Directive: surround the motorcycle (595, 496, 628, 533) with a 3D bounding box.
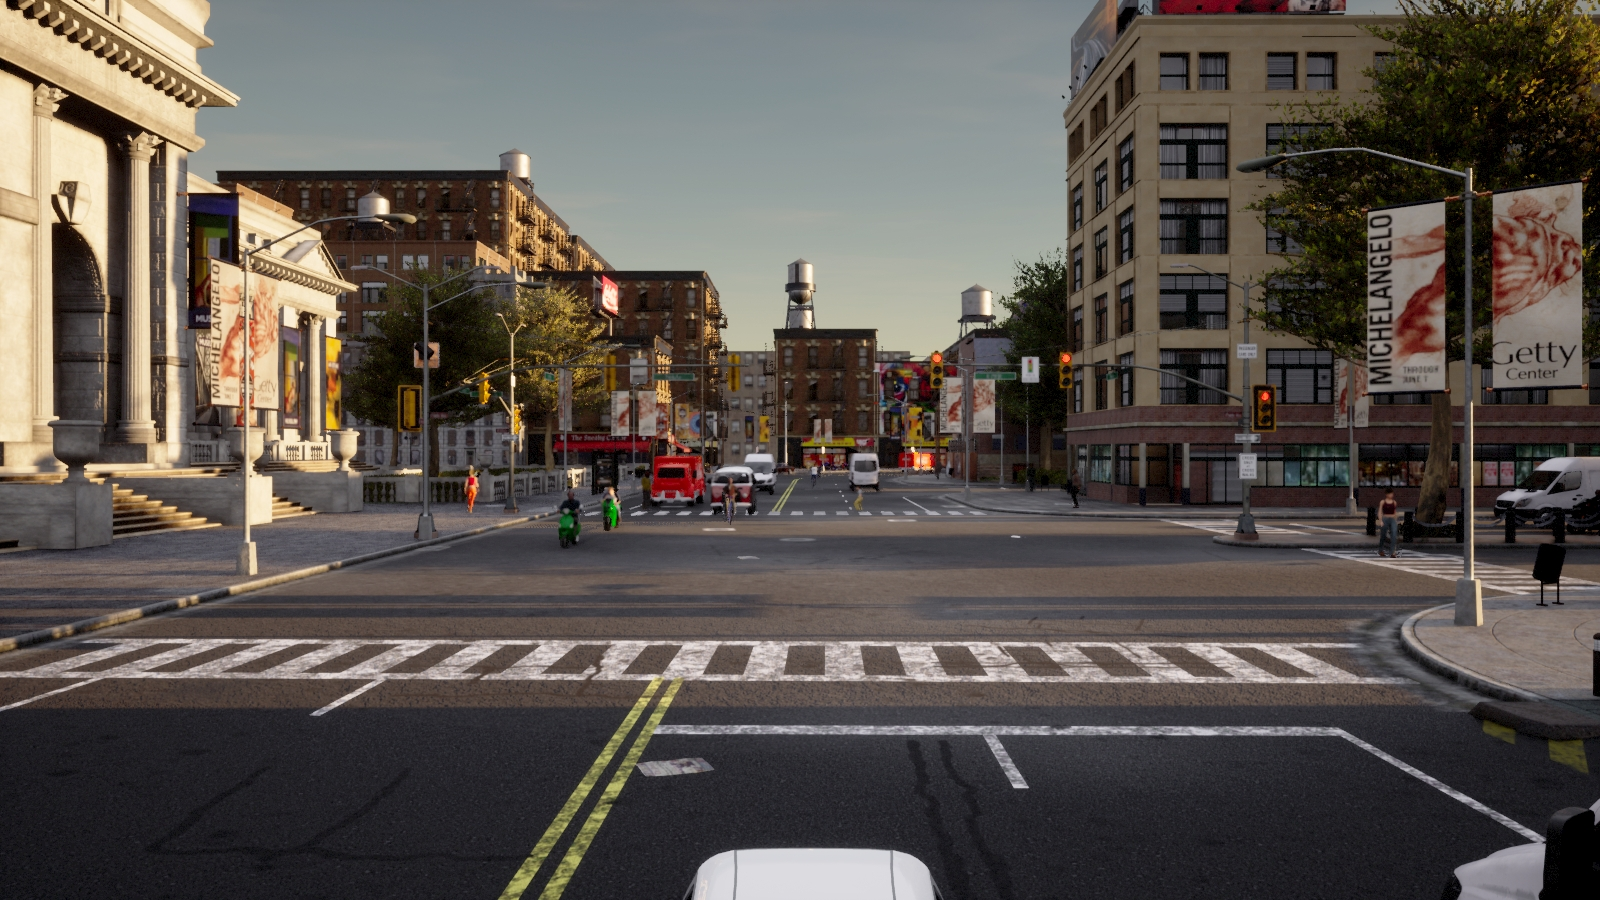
[{"bbox_3d":[-6.504,2.213,39.539,0.803,1.145,2.033,0,0,1],"label":"motorcycle"}]

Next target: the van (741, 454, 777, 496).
[{"bbox_3d":[-2.583,1.535,72.581,1.988,2.561,5.915,0,0,1],"label":"van"}]

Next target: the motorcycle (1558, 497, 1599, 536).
[{"bbox_3d":[26.649,2.205,38.041,2.209,1.251,0.867,0,0,1],"label":"motorcycle"}]

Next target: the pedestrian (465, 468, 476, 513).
[{"bbox_3d":[-13.775,1.697,47.789,0.375,1.860,0.375,0,0,-6],"label":"pedestrian"}]

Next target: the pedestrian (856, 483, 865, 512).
[{"bbox_3d":[2.699,2.128,51.269,0.375,1.300,0.375,0,0,8],"label":"pedestrian"}]

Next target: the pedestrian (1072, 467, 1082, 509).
[{"bbox_3d":[12.434,1.697,51.261,0.375,1.860,0.375,0,0,0],"label":"pedestrian"}]

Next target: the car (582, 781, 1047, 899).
[{"bbox_3d":[0.047,2.120,3.817,1.481,1.376,2.207,0,0,0],"label":"car"}]

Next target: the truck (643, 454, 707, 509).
[{"bbox_3d":[-6.281,1.535,58.221,2.627,2.467,5.204,0,2,1],"label":"truck"}]

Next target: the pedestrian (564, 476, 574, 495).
[{"bbox_3d":[-13.595,2.076,67.228,0.500,1.100,0.500,0,0,1],"label":"pedestrian"}]

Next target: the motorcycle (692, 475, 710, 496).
[{"bbox_3d":[-6.115,2.205,70.727,0.867,1.251,2.209,0,0,1],"label":"motorcycle"}]

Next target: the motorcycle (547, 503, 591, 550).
[{"bbox_3d":[-6.621,2.182,32.853,0.856,1.236,1.805,0,0,1],"label":"motorcycle"}]

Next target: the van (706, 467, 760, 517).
[{"bbox_3d":[-2.886,1.782,50.251,2.069,2.038,4.480,0,0,1],"label":"van"}]

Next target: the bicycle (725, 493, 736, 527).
[{"bbox_3d":[-2.573,2.210,42.272,0.329,1.171,1.835,0,0,-6],"label":"bicycle"}]

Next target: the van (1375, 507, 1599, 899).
[{"bbox_3d":[3.538,1.534,2.141,1.988,2.561,5.915,0,0,1],"label":"van"}]

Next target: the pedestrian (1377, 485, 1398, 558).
[{"bbox_3d":[15.233,1.848,29.616,0.375,1.860,0.375,0,0,6],"label":"pedestrian"}]

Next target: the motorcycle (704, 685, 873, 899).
[{"bbox_3d":[-0.047,2.182,6.691,0.856,1.236,1.805,0,0,1],"label":"motorcycle"}]

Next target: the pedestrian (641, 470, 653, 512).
[{"bbox_3d":[-6.897,1.849,51.417,0.375,1.860,0.375,0,0,37],"label":"pedestrian"}]

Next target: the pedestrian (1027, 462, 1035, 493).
[{"bbox_3d":[14.144,1.696,69.843,0.375,1.860,0.375,0,0,-6],"label":"pedestrian"}]

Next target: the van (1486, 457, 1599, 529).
[{"bbox_3d":[28.485,1.534,41.518,5.915,2.561,1.988,0,0,1],"label":"van"}]
